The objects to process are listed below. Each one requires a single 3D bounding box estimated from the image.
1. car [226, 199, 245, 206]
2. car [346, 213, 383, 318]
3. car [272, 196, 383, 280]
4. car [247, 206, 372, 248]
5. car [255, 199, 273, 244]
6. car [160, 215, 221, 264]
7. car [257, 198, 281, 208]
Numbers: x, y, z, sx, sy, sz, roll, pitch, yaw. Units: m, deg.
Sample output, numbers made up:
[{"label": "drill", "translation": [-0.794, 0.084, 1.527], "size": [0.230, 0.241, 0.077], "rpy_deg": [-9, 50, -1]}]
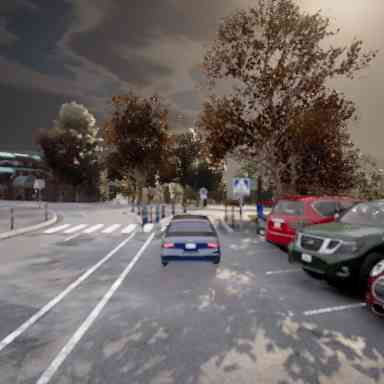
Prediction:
[{"label": "car", "translation": [11.001, 2.631, 84.541], "size": [4.553, 1.767, 2.097], "rpy_deg": [0, 0, 30]}, {"label": "car", "translation": [5.331, 1.350, 5.761], "size": [4.553, 1.767, 2.185], "rpy_deg": [1, 1, -21]}, {"label": "car", "translation": [5.242, 1.205, 8.705], "size": [5.566, 2.045, 2.435], "rpy_deg": [1, 1, -21]}, {"label": "car", "translation": [5.155, 1.418, 14.668], "size": [4.892, 1.521, 2.231], "rpy_deg": [1, 0, -21]}, {"label": "car", "translation": [5.246, 1.186, 11.707], "size": [5.566, 2.045, 2.435], "rpy_deg": [1, 0, -21]}, {"label": "car", "translation": [-0.063, 1.494, 11.528], "size": [2.033, 1.411, 5.357], "rpy_deg": [0, 0, -1]}, {"label": "car", "translation": [17.718, 2.522, 76.664], "size": [2.150, 2.045, 5.566], "rpy_deg": [0, 0, -29]}]
